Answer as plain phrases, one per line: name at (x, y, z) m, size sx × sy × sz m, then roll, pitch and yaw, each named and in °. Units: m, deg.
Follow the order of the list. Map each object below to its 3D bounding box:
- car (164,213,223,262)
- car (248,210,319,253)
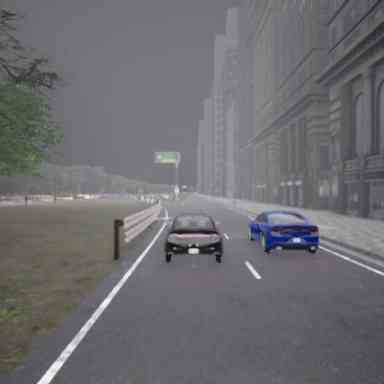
car at (0.051, 1.503, 12.081) m, size 2.128 × 1.511 × 4.902 m, roll 0°, pitch 0°, yaw 0°
car at (3.574, 1.490, 13.755) m, size 1.882 × 1.535 × 5.008 m, roll 0°, pitch 0°, yaw 0°
